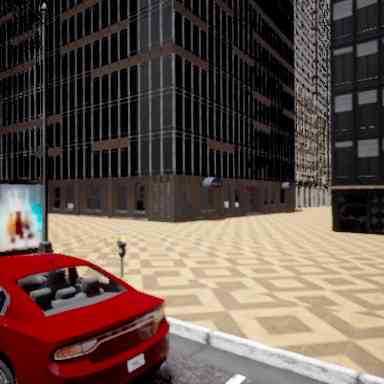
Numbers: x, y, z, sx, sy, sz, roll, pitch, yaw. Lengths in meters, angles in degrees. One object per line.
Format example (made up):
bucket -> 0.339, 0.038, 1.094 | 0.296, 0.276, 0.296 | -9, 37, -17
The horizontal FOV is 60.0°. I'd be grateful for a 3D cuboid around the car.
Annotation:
car -> -2.369, 1.532, 4.563 | 4.507, 1.381, 1.887 | 0, 0, 35
